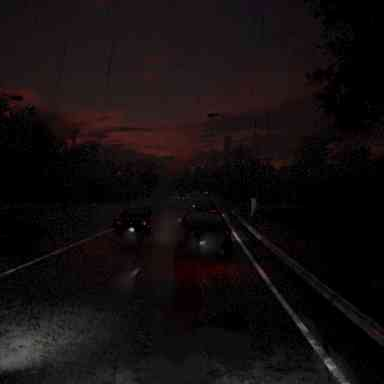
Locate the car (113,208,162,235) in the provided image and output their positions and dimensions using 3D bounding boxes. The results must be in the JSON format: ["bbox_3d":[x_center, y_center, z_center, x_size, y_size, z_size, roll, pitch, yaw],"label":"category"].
[{"bbox_3d":[-2.847,1.530,18.461,1.895,1.301,4.718,0,0,2],"label":"car"}]

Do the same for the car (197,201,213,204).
[{"bbox_3d":[1.059,1.422,27.072,2.033,1.411,5.357,0,0,3],"label":"car"}]

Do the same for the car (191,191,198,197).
[{"bbox_3d":[0.767,0.664,95.041,1.812,1.442,4.674,0,1,2],"label":"car"}]

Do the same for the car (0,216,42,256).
[{"bbox_3d":[-6.860,1.511,10.738,2.033,1.411,5.357,0,0,2],"label":"car"}]

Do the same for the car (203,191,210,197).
[{"bbox_3d":[4.244,0.686,94.467,2.033,1.411,5.357,0,1,2],"label":"car"}]

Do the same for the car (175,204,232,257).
[{"bbox_3d":[0.436,1.440,12.798,1.882,1.535,5.008,0,0,2],"label":"car"}]

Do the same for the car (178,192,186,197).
[{"bbox_3d":[-2.868,0.767,92.242,1.994,1.385,4.181,0,1,3],"label":"car"}]

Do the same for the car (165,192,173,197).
[{"bbox_3d":[-6.368,0.691,92.307,1.882,1.535,5.008,0,1,3],"label":"car"}]
